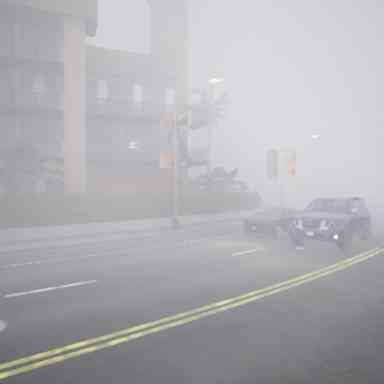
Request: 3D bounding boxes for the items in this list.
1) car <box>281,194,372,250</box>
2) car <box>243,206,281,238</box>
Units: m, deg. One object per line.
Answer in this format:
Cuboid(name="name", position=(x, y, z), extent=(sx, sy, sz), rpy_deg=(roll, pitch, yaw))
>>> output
Cuboid(name="car", position=(6.349, 1.241, 14.910), extent=(2.150, 2.045, 5.566), rpy_deg=(0, 0, 41))
Cuboid(name="car", position=(4.660, 1.522, 18.364), extent=(1.882, 1.535, 5.008), rpy_deg=(0, 0, 40))
